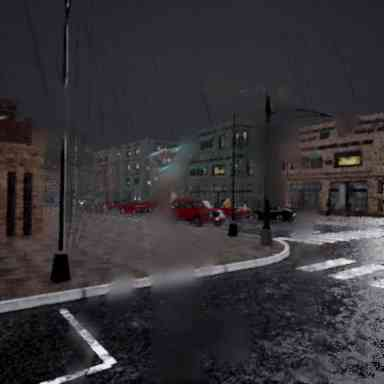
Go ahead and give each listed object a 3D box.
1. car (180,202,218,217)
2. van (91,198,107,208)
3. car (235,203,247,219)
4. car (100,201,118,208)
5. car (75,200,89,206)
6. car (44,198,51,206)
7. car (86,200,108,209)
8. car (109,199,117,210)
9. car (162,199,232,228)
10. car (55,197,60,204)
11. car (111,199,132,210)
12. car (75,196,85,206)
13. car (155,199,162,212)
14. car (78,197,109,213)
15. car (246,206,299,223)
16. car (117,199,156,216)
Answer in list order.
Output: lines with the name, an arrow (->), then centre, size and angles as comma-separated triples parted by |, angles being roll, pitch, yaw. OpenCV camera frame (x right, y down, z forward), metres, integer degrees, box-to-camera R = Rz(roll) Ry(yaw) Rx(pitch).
car -> 0.684, 1.935, 37.750 | 1.752, 1.417, 4.829 | 1, -1, -35
van -> -18.203, 2.066, 64.957 | 1.690, 1.788, 3.998 | 1, -1, -35
car -> 3.946, 1.796, 33.054 | 1.967, 1.590, 4.097 | 1, -1, -35
car -> -15.039, 2.254, 60.397 | 1.802, 1.307, 4.206 | 1, -1, -35
car -> -24.532, 2.412, 74.068 | 1.802, 1.307, 4.206 | 1, -1, -35
car -> -31.414, 2.226, 69.290 | 2.008, 1.369, 4.403 | 1, -1, -35
car -> -16.695, 2.161, 58.070 | 2.033, 1.411, 5.357 | 1, -1, -35
car -> -10.849, 1.870, 49.739 | 2.097, 1.767, 4.553 | 1, -1, -34
car -> 0.228, 1.463, 23.720 | 2.192, 1.841, 5.009 | 1, -1, -35
car -> -34.025, 2.569, 87.741 | 1.802, 1.307, 4.206 | 1, -1, -35
car -> -11.875, 2.060, 55.841 | 1.967, 1.590, 4.097 | 1, -1, -35
car -> -16.286, 1.728, 52.234 | 2.150, 2.045, 5.566 | 1, -1, -35
car -> -5.547, 1.829, 46.728 | 2.192, 1.841, 5.009 | 1, -1, -35
car -> -12.429, 1.800, 41.947 | 1.967, 1.590, 4.097 | 1, -1, -35
car -> 7.110, 1.869, 28.495 | 1.947, 1.339, 4.313 | 1, -1, -35
car -> -6.406, 1.820, 37.827 | 1.882, 1.535, 5.008 | 1, -1, -35
